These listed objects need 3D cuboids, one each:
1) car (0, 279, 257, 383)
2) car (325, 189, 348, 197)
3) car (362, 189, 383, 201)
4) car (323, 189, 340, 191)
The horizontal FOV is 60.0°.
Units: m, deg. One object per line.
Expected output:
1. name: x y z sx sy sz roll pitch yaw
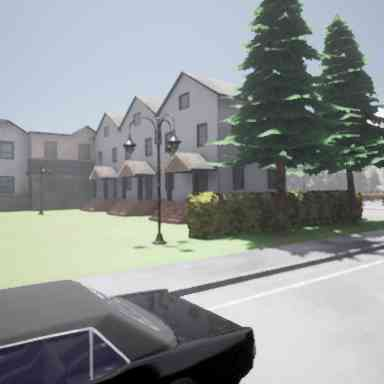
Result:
1. car: -1.754 1.600 2.734 4.718 1.301 1.895 -1 0 -35
2. car: 32.584 0.251 75.088 1.932 1.855 4.605 -1 0 -36
3. car: 27.730 0.477 49.633 1.932 1.855 4.605 -1 0 -36
4. car: 30.470 0.265 73.053 1.905 1.878 3.866 -1 0 -36
